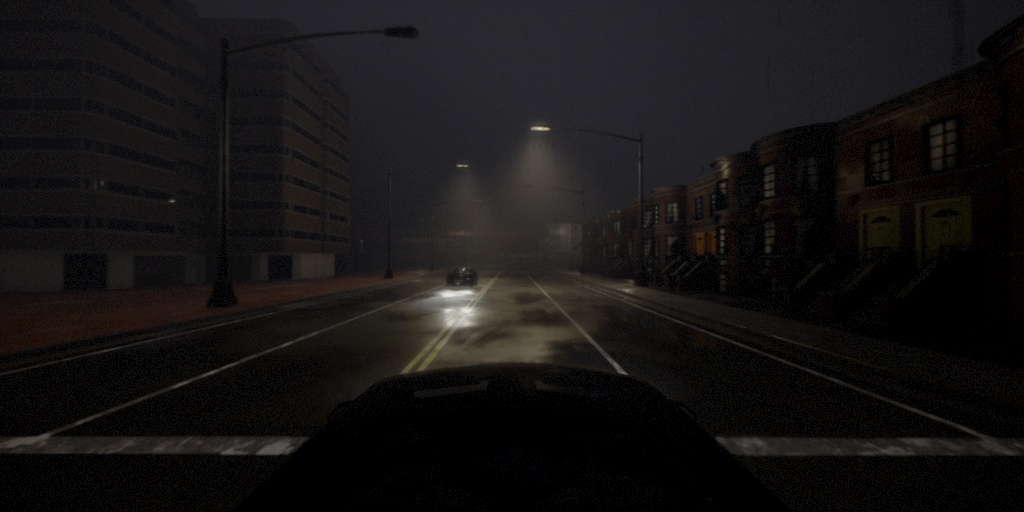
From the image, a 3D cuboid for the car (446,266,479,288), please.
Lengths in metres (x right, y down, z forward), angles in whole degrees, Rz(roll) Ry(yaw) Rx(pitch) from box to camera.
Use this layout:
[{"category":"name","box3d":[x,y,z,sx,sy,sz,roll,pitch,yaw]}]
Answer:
[{"category":"car","box3d":[-3.498,1.507,25.764,2.128,1.511,4.902,0,0,0]}]
